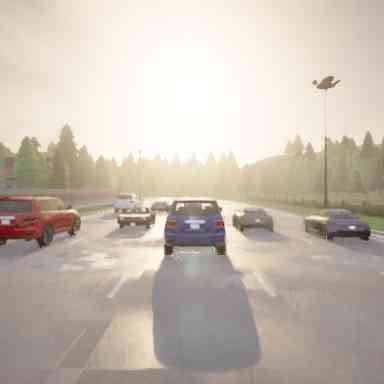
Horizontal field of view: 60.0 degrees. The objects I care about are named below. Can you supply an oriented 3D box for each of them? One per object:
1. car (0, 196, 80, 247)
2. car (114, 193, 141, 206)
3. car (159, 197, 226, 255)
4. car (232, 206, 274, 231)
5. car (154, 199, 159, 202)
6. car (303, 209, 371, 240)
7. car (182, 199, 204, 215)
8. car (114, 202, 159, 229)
[{"bbox_3d":[-6.900,1.201,15.017,2.150,2.045,5.566,0,0,0],"label":"car"},{"bbox_3d":[-6.895,1.173,36.247,2.150,2.045,5.566,0,0,1],"label":"car"},{"bbox_3d":[0.101,1.203,13.406,2.150,2.045,5.566,0,0,0],"label":"car"},{"bbox_3d":[3.601,1.537,20.210,1.994,1.385,4.181,0,0,0],"label":"car"},{"bbox_3d":[-3.399,1.514,37.199,1.994,1.385,4.181,0,0,0],"label":"car"},{"bbox_3d":[7.100,1.542,16.736,1.994,1.385,4.181,0,0,0],"label":"car"},{"bbox_3d":[0.102,1.501,34.279,2.033,1.411,5.357,0,0,0],"label":"car"},{"bbox_3d":[-3.399,1.572,21.365,1.895,1.301,4.718,0,0,0],"label":"car"}]
